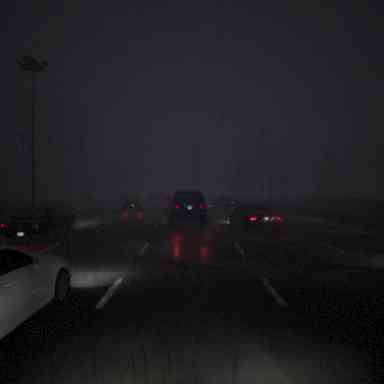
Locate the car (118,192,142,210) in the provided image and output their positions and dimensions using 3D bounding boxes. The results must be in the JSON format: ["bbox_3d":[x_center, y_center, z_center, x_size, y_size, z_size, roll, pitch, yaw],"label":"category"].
[{"bbox_3d":[-6.225,1.058,33.887,1.812,1.442,4.674,0,1,-14],"label":"car"}]

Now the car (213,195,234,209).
[{"bbox_3d":[3.741,1.053,36.986,1.994,1.385,4.181,0,1,-15],"label":"car"}]

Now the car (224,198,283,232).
[{"bbox_3d":[3.364,1.293,18.343,2.033,1.411,5.357,0,1,-4],"label":"car"}]

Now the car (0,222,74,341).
[{"bbox_3d":[-3.401,1.456,4.890,1.812,1.442,4.674,0,1,0],"label":"car"}]

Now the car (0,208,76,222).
[{"bbox_3d":[-7.051,1.383,15.699,1.895,1.301,4.718,0,1,-3],"label":"car"}]

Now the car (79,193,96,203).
[{"bbox_3d":[-15.565,0.880,49.590,1.994,1.385,4.181,0,1,-25],"label":"car"}]

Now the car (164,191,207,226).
[{"bbox_3d":[-0.414,0.931,21.046,2.150,2.045,5.566,0,1,-6],"label":"car"}]

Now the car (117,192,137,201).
[{"bbox_3d":[-10.953,0.755,55.939,1.812,1.442,4.674,0,0,-30],"label":"car"}]

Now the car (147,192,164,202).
[{"bbox_3d":[-5.706,0.791,53.305,1.812,1.442,4.674,0,1,-26],"label":"car"}]
